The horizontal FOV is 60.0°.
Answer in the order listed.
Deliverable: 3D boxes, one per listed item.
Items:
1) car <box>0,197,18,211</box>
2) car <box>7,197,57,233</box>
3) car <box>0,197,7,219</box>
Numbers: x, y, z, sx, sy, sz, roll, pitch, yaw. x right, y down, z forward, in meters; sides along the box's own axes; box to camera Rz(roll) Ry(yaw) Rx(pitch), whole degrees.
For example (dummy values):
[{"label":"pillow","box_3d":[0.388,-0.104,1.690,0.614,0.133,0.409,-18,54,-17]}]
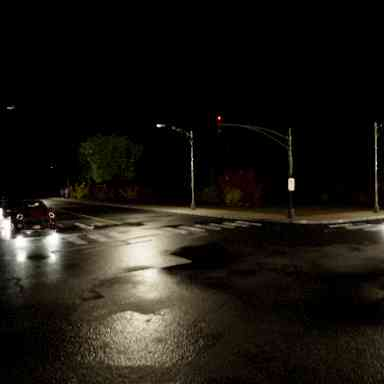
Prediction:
[{"label":"car","box_3d":[-22.622,1.403,40.409,2.128,1.511,4.902,-2,1,-32]},{"label":"car","box_3d":[-9.452,1.301,19.668,2.097,1.767,4.553,-2,1,-32]},{"label":"car","box_3d":[-15.150,1.460,28.653,1.812,1.442,4.674,-2,1,-33]}]
